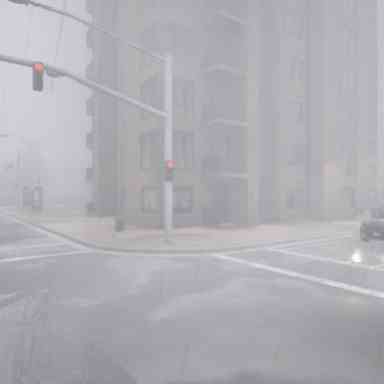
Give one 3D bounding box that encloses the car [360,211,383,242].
[{"bbox_3d":[9.588,1.458,15.128,5.008,1.535,1.882,0,0,-36],"label":"car"}]
